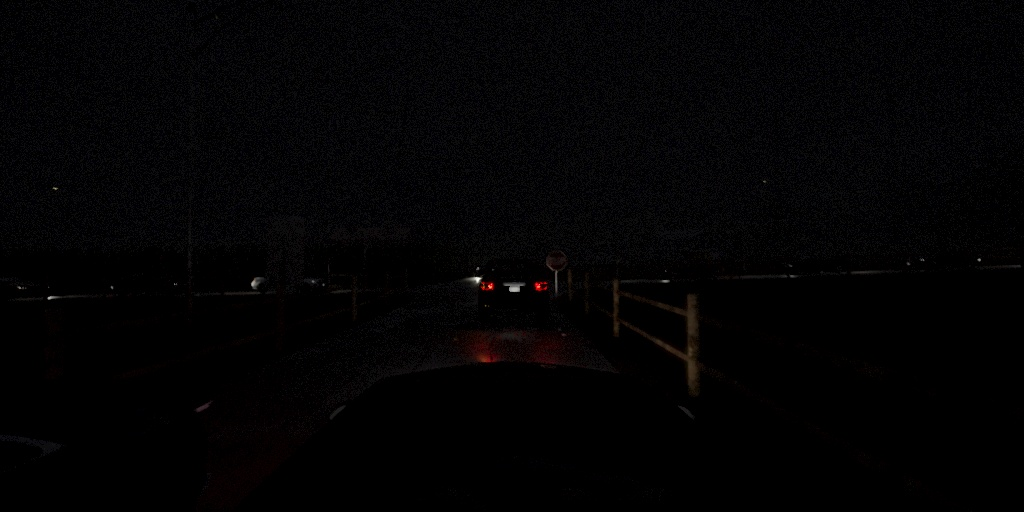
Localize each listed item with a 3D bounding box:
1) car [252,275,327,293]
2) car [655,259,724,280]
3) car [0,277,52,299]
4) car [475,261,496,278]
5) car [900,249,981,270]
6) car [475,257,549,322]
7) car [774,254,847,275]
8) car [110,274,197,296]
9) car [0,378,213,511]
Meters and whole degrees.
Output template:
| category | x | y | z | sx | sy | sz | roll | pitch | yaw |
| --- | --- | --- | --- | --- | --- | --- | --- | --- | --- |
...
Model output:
| category | x | y | z | sx | sy | sz | roll | pitch | yaw |
| --- | --- | --- | --- | --- | --- | --- | --- | --- | --- |
| car | -15.416 | 1.793 | 24.892 | 4.674 | 1.442 | 1.812 | -1 | -3 | 0 |
| car | 13.706 | 1.005 | 27.879 | 5.008 | 1.535 | 1.882 | -2 | -3 | -1 |
| car | -35.070 | 2.203 | 24.869 | 4.674 | 1.442 | 1.812 | -1 | -3 | 0 |
| car | -2.895 | 1.421 | 40.382 | 2.097 | 1.767 | 4.553 | 0 | 0 | 0 |
| car | 33.253 | 0.266 | 27.941 | 4.902 | 1.511 | 2.128 | -2 | -3 | 0 |
| car | 0.021 | 1.072 | 12.883 | 2.150 | 2.045 | 5.566 | 0 | -1 | -1 |
| car | 23.184 | 0.644 | 27.925 | 5.008 | 1.535 | 1.882 | -2 | -3 | 0 |
| car | -24.745 | 1.959 | 24.881 | 4.902 | 1.511 | 2.128 | -1 | -3 | 0 |
| car | -2.848 | 1.227 | 0.225 | 2.128 | 1.511 | 4.902 | 0 | -1 | 0 |
